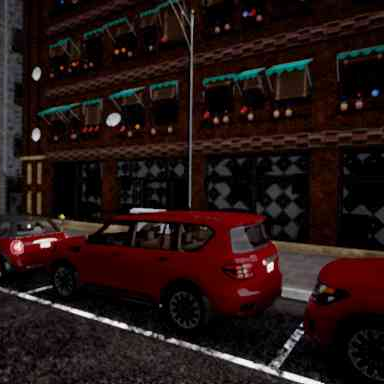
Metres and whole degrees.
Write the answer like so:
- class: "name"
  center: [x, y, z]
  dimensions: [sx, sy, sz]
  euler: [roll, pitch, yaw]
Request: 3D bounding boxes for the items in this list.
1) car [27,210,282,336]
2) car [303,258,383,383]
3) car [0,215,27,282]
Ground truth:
- class: "car"
  center: [-0.749, 1.285, 6.663]
  dimensions: [5.009, 1.841, 2.192]
  euler: [0, 1, 33]
- class: "car"
  center: [3.931, 1.316, 3.682]
  dimensions: [5.009, 1.841, 2.192]
  euler: [0, 1, 33]
- class: "car"
  center: [-5.429, 1.378, 9.646]
  dimensions: [4.097, 1.590, 1.967]
  euler: [0, 1, 33]
